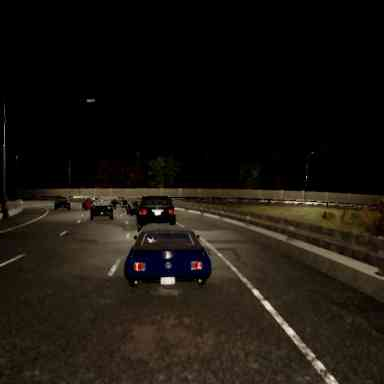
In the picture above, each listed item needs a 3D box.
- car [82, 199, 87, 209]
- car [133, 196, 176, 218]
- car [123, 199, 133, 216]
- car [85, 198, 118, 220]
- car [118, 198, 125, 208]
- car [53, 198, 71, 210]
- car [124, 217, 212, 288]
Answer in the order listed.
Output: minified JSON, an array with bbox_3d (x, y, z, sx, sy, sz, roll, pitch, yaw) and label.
[{"bbox_3d":[-13.255,1.585,43.641,1.994,1.385,4.181,0,0,-24],"label":"car"},{"bbox_3d":[-2.302,1.230,20.356,2.150,2.045,5.566,0,0,-10],"label":"car"},{"bbox_3d":[-5.259,1.577,32.306,1.994,1.385,4.181,0,0,-17],"label":"car"},{"bbox_3d":[-7.815,1.505,28.799,2.128,1.511,4.902,0,0,-16],"label":"car"},{"bbox_3d":[-9.857,1.510,44.605,2.128,1.511,4.902,0,0,-23],"label":"car"},{"bbox_3d":[-16.814,1.515,43.018,2.128,1.511,4.902,0,0,-24],"label":"car"},{"bbox_3d":[-0.701,1.604,9.294,1.895,1.301,4.718,0,0,-5],"label":"car"}]
